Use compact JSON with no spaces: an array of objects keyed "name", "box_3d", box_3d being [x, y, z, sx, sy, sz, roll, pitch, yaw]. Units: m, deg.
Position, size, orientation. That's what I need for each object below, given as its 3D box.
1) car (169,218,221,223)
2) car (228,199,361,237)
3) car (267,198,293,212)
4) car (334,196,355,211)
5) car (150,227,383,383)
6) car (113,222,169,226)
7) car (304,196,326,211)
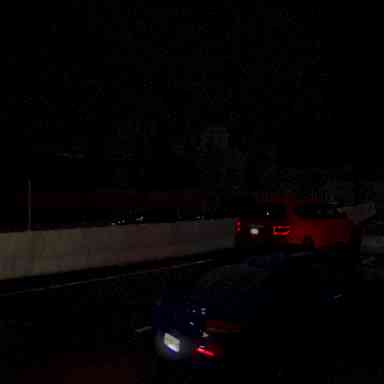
[{"name":"car","box_3d":[1.634,1.275,19.326,5.566,2.045,2.150,0,0,-44]},{"name":"car","box_3d":[3.855,1.252,11.621,5.566,2.045,2.150,0,0,-42]},{"name":"car","box_3d":[11.280,1.587,42.321,1.882,1.535,5.008,0,0,31]},{"name":"car","box_3d":[19.804,1.457,43.039,2.097,1.767,4.553,0,0,29]},{"name":"car","box_3d":[1.580,1.540,5.201,4.674,1.442,1.812,0,0,-38]},{"name":"car","box_3d":[-2.635,1.565,20.172,4.892,1.490,1.837,0,0,-43]},{"name":"car","box_3d":[16.370,1.462,44.087,2.097,1.767,4.553,0,0,30]}]
